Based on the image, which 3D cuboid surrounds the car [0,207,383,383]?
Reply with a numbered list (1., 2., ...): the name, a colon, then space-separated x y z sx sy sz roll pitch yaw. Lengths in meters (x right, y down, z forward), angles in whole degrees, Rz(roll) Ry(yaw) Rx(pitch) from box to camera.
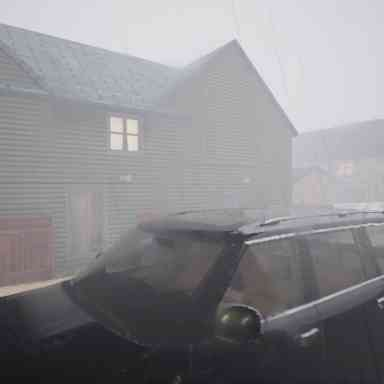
1. car: 0.301 1.221 3.283 5.566 2.045 2.150 0 0 -35
